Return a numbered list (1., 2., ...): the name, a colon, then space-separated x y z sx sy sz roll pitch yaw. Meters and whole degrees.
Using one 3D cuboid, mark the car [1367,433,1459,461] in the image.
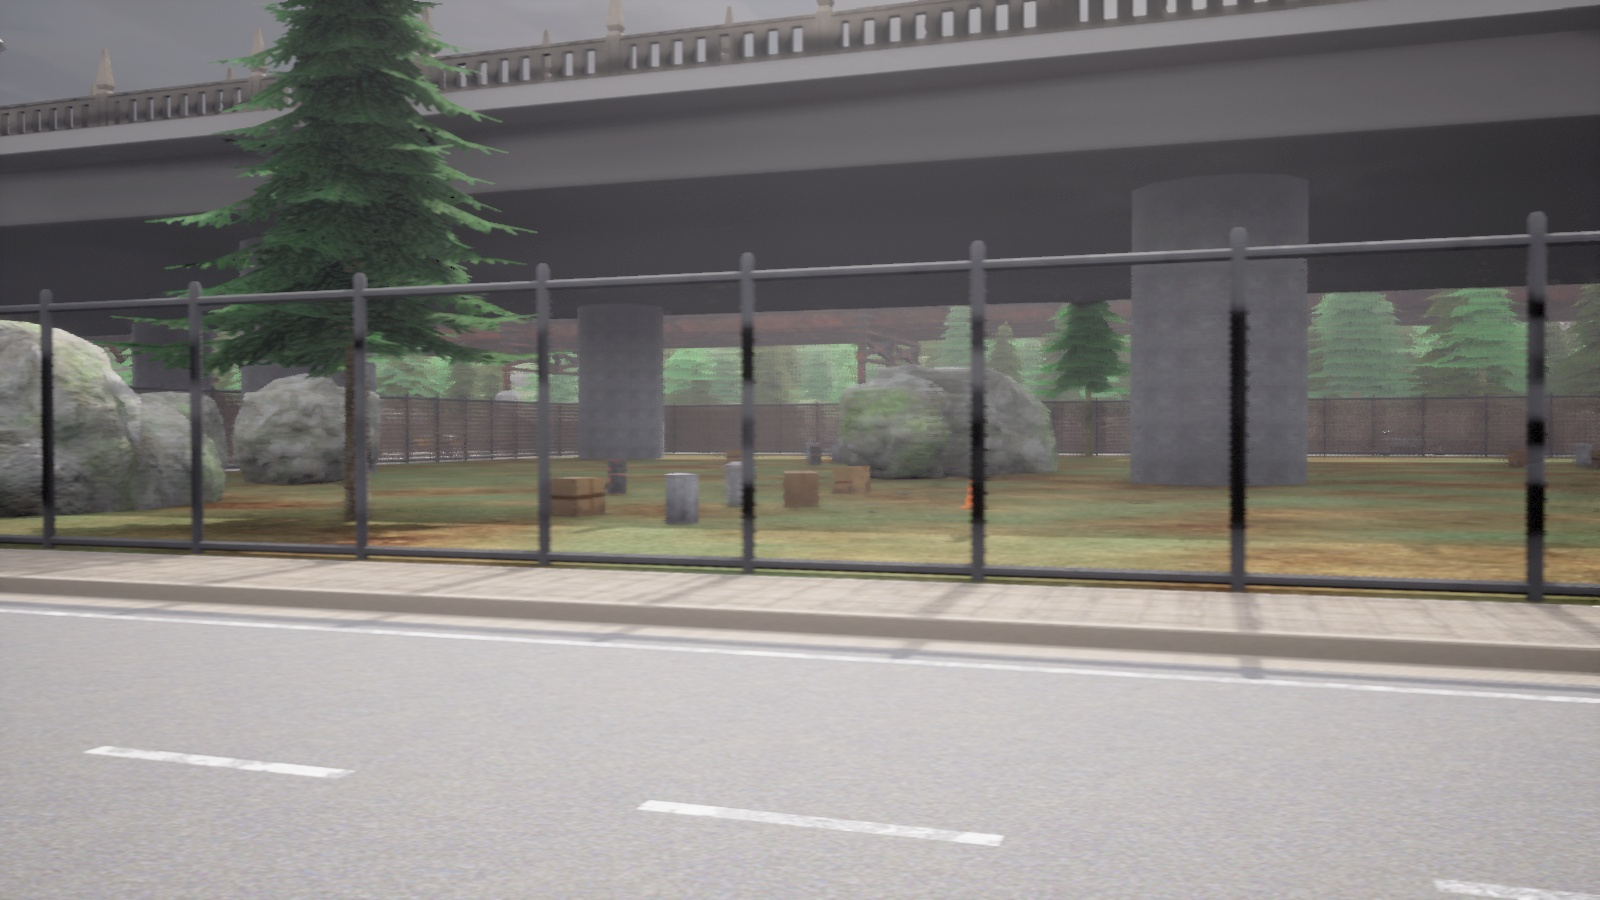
1. car: 35.259 -0.197 72.346 4.514 1.525 2.007 1 1 19
